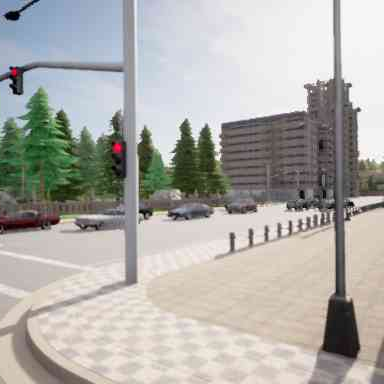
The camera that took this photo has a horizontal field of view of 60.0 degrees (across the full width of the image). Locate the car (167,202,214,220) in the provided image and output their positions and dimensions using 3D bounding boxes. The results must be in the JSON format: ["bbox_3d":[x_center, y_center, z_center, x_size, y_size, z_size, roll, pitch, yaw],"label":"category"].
[{"bbox_3d":[0.014,1.760,30.519,2.033,1.411,5.357,-1,0,36],"label":"car"}]

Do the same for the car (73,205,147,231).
[{"bbox_3d":[-5.598,1.815,22.668,1.895,1.301,4.718,-1,0,36],"label":"car"}]

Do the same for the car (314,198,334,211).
[{"bbox_3d":[17.533,1.723,42.671,1.895,1.301,4.718,-1,0,36],"label":"car"}]

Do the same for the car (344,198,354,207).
[{"bbox_3d":[23.075,1.669,50.495,2.033,1.411,5.357,-1,-1,38],"label":"car"}]

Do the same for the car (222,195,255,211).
[{"bbox_3d":[6.487,1.475,45.544,2.150,2.045,5.566,-1,0,36],"label":"car"}]

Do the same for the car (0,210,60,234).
[{"bbox_3d":[-11.024,1.859,21.173,1.895,1.301,4.718,-1,-1,37],"label":"car"}]

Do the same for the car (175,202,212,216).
[{"bbox_3d":[0.228,1.819,36.847,1.994,1.385,4.181,-1,0,35],"label":"car"}]

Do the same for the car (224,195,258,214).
[{"bbox_3d":[5.831,1.564,38.649,2.097,1.767,4.553,-1,0,36],"label":"car"}]

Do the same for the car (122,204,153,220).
[{"bbox_3d":[-5.531,1.734,28.786,1.882,1.535,5.008,-1,0,36],"label":"car"}]

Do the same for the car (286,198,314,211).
[{"bbox_3d":[13.944,1.657,43.670,2.128,1.511,4.902,-1,-1,36],"label":"car"}]
